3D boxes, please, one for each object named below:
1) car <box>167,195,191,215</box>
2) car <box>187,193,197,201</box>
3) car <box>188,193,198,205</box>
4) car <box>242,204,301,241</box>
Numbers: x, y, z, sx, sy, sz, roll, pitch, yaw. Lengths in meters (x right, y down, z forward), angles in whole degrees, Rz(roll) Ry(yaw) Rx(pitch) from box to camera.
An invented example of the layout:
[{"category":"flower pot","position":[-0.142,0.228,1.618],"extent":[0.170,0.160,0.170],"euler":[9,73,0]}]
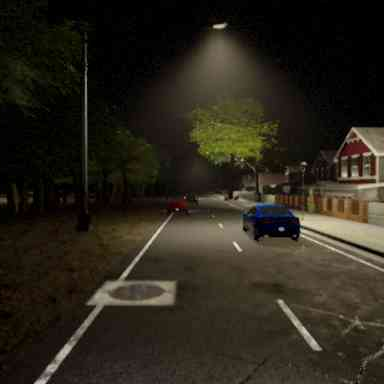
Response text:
[{"category":"car","position":[-1.231,1.234,29.785],"extent":[1.812,1.442,4.674],"euler":[0,0,0]},{"category":"car","position":[-0.012,0.958,67.613],"extent":[2.033,1.411,5.357],"euler":[0,1,0]},{"category":"car","position":[-0.006,1.111,48.595],"extent":[2.033,1.411,5.357],"euler":[0,0,0]},{"category":"car","position":[3.597,1.313,15.833],"extent":[1.882,1.535,5.008],"euler":[0,1,0]}]
